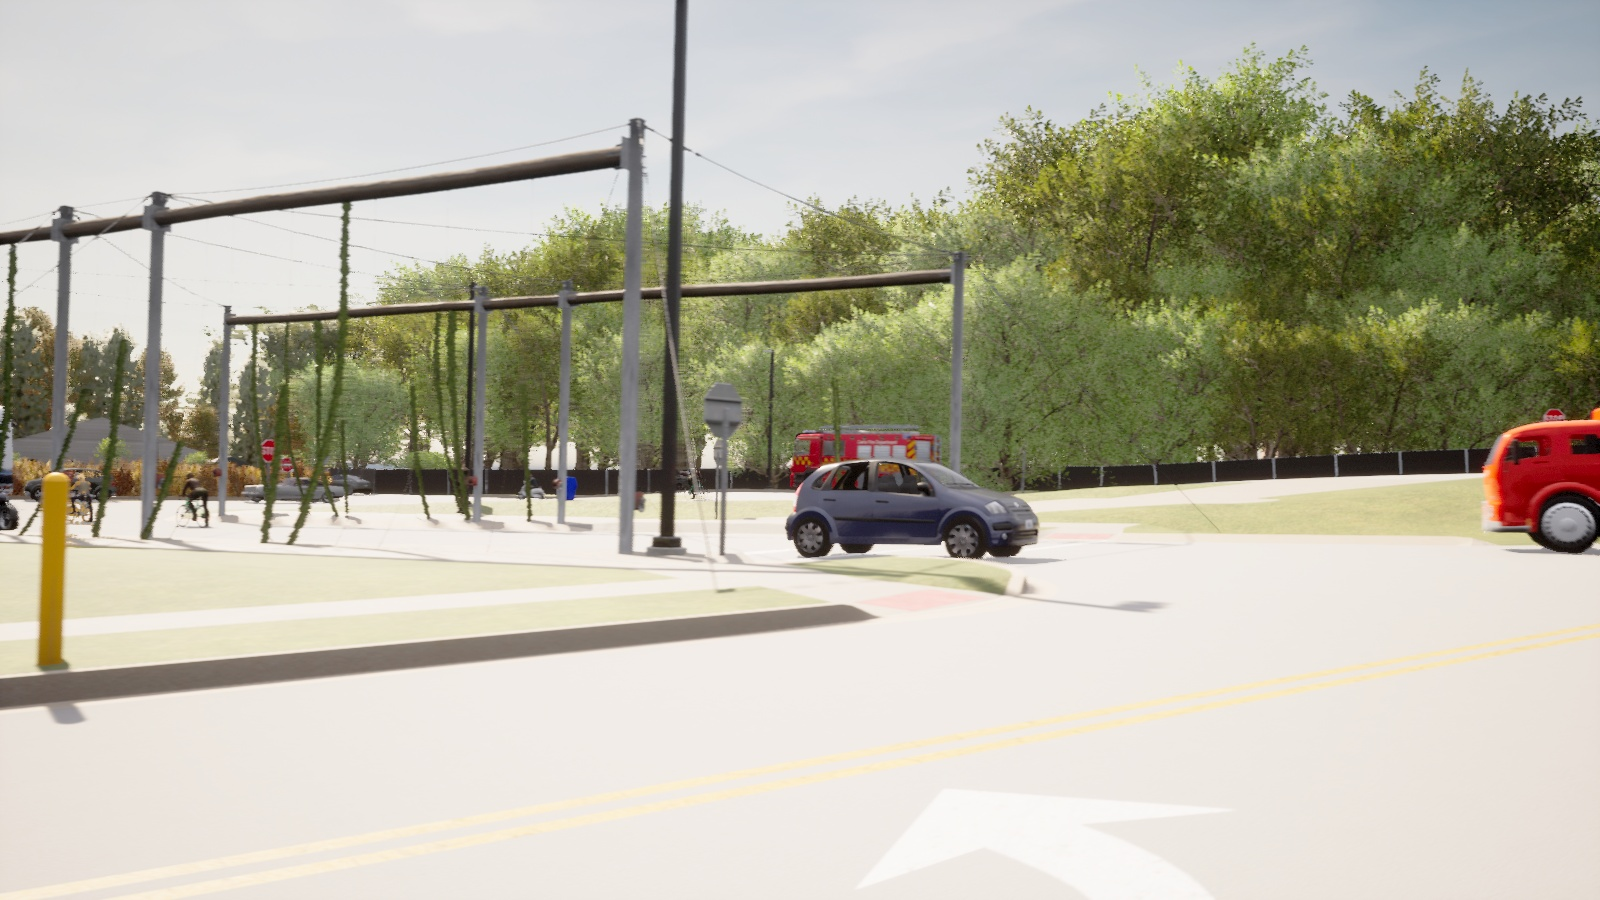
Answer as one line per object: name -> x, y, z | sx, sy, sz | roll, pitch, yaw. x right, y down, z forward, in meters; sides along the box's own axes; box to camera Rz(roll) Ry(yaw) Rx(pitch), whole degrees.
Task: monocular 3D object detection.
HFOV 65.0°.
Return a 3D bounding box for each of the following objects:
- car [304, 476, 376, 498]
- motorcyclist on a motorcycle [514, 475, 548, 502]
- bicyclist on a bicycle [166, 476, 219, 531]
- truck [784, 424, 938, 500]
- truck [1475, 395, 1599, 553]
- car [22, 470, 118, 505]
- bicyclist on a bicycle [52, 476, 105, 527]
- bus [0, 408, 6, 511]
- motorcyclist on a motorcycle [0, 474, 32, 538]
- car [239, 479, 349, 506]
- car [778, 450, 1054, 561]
car -> -31.176, 2.482, 85.142 | 4.181, 1.385, 1.994 | 0, -1, 18
motorcyclist on a motorcycle -> -16.622, 2.384, 77.514 | 1.817, 1.590, 0.866 | -2, -1, 15
bicyclist on a bicycle -> -18.200, 1.598, 37.607 | 1.656, 1.620, 0.582 | -1, -2, 31
truck -> 3.200, 0.599, 67.888 | 8.468, 3.827, 2.891 | 1, 0, 44
truck -> 14.154, 0.368, 20.568 | 5.204, 2.467, 2.627 | -3, -3, 25
car -> -33.868, 1.762, 58.284 | 3.705, 1.549, 1.789 | 2, -1, -35
bicyclist on a bicycle -> -23.549, 1.670, 40.987 | 1.509, 1.612, 0.866 | -1, -2, 33
bus -> -38.342, 0.254, 50.776 | 10.273, 4.253, 3.944 | 2, 0, -35
motorcyclist on a motorcycle -> -21.549, 1.471, 33.536 | 2.350, 1.649, 0.766 | -1, -2, 31
car -> -25.391, 2.142, 63.118 | 1.895, 1.301, 4.718 | -1, -2, 44
car -> 1.836, 0.884, 20.190 | 3.988, 1.617, 1.851 | -2, -2, 31
